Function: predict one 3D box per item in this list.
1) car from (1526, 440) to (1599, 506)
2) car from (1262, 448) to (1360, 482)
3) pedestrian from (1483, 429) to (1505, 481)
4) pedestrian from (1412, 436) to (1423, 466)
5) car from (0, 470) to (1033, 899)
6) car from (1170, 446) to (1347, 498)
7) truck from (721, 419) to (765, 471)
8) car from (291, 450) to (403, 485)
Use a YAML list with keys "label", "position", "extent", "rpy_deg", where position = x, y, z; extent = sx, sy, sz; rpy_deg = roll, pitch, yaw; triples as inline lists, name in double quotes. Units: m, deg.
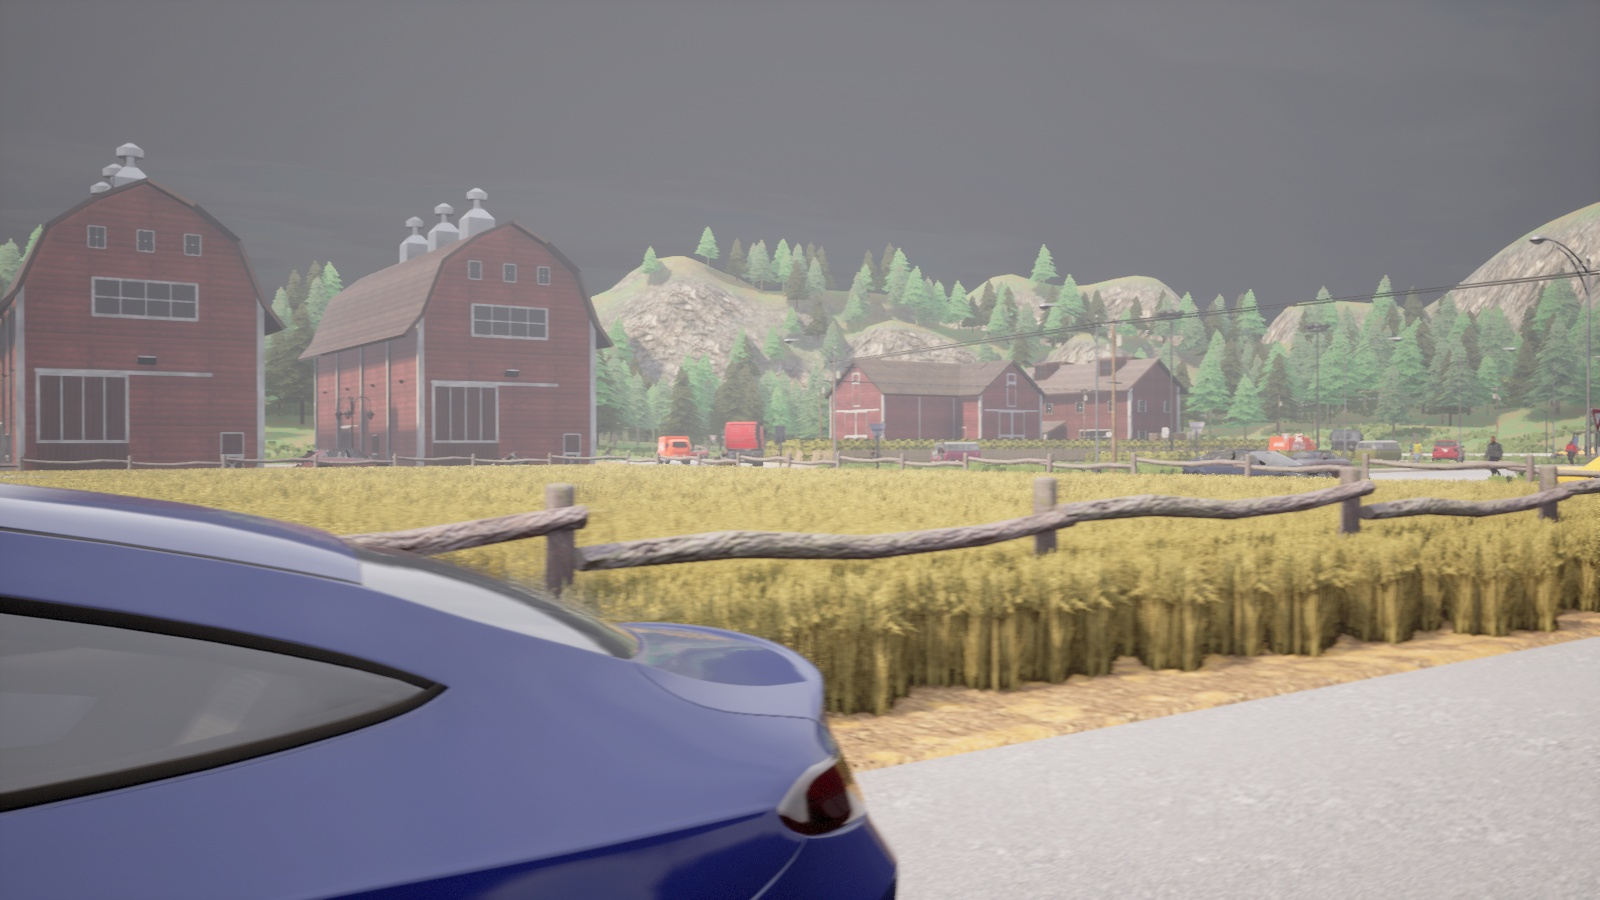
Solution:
- label: "car"
  position: [20.622, 0.547, 30.055]
  extent: [1.801, 1.575, 5.366]
  rpy_deg: [-1, 0, -35]
- label: "car"
  position: [22.147, 0.625, 54.352]
  extent: [4.181, 1.385, 1.994]
  rpy_deg: [-1, 0, -36]
- label: "pedestrian"
  position: [26.660, 0.190, 48.243]
  extent: [0.788, 1.949, 0.423]
  rpy_deg: [-1, 0, -35]
- label: "pedestrian"
  position: [37.538, 0.064, 76.327]
  extent: [0.706, 1.836, 0.354]
  rpy_deg: [-1, 0, -38]
- label: "car"
  position: [-1.996, 0.778, 1.782]
  extent: [4.674, 1.442, 1.812]
  rpy_deg: [0, 0, -35]
- label: "car"
  position: [14.224, 0.645, 39.214]
  extent: [2.163, 1.488, 4.792]
  rpy_deg: [-1, 0, -35]
- label: "truck"
  position: [-3.981, -0.342, 88.092]
  extent: [2.891, 3.462, 7.936]
  rpy_deg: [0, 0, -2]
- label: "car"
  position: [-22.512, 0.825, 62.472]
  extent: [4.856, 1.649, 2.033]
  rpy_deg: [0, 0, -38]
